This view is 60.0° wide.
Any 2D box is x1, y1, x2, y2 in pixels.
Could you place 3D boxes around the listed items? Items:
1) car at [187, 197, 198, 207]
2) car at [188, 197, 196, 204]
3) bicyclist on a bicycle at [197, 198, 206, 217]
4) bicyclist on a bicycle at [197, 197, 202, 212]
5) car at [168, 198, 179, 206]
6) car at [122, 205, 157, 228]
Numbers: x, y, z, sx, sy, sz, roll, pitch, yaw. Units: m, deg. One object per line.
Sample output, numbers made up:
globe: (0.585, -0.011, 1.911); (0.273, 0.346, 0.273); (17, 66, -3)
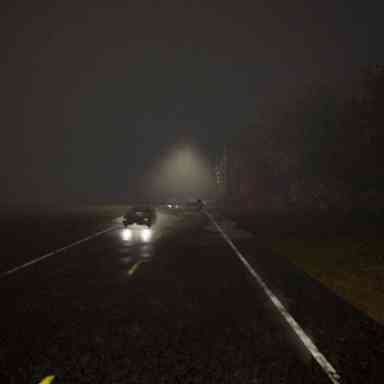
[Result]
car: (0.063, 1.865, 57.885); (1.994, 1.385, 4.181); (0, 0, 0)
car: (0.003, 1.912, 74.506); (1.812, 1.442, 4.674); (0, 0, 0)
bicyclist on a bicycle: (0.984, 1.605, 32.379); (0.866, 1.612, 1.509); (0, 0, 0)
bicyclist on a bicycle: (0.964, 1.589, 42.005); (0.659, 1.776, 1.843); (0, 0, 0)
car: (-3.506, 1.882, 64.767); (2.033, 1.411, 5.357); (0, 0, 0)
car: (-3.600, 1.671, 23.735); (2.033, 1.411, 5.357); (0, 0, 0)
